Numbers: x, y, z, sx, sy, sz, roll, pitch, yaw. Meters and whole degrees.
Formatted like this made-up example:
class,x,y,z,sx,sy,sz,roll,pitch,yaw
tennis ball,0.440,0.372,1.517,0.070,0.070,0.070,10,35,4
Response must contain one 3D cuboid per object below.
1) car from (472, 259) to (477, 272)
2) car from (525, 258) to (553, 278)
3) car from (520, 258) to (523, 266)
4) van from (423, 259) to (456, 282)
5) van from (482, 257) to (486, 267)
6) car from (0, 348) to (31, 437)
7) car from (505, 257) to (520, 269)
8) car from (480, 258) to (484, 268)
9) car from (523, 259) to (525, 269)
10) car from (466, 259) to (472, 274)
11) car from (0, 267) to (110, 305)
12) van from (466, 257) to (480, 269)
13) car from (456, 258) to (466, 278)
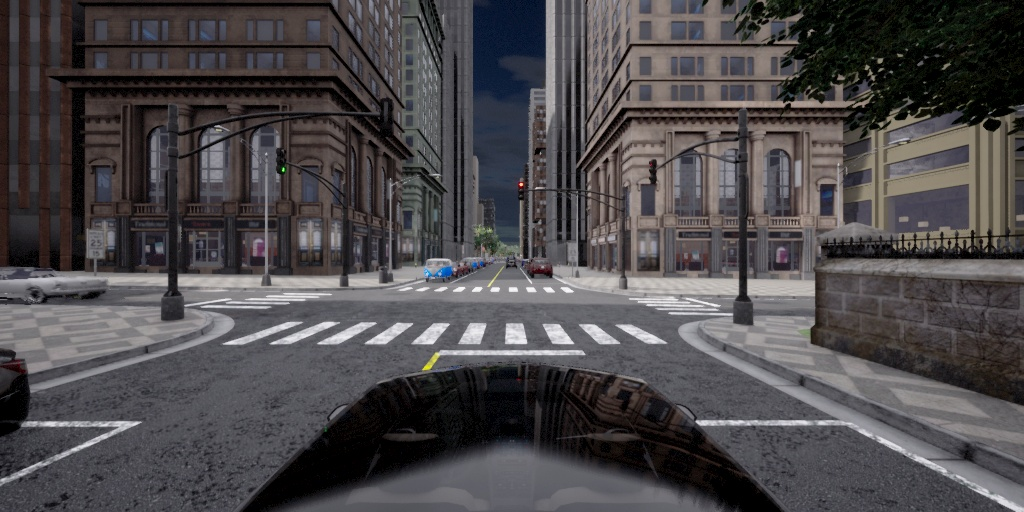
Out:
class,x,y,z,sx,sy,sz,roll,pitch,yaw
car,-5.849,1.351,44.806,1.948,1.339,4.313,0,0,0
car,2.698,1.085,33.950,2.192,1.841,5.009,0,0,0
car,2.655,1.352,55.713,2.007,1.370,4.403,0,0,0
van,-5.816,1.105,28.484,1.690,1.789,3.998,0,0,0
van,-5.881,1.151,61.130,1.690,1.789,3.998,0,0,0
car,-5.763,1.316,1.827,1.948,1.339,4.313,0,0,0
car,-0.063,1.312,59.140,1.837,1.490,4.892,0,0,1
car,-5.870,1.347,55.689,1.888,1.381,4.507,0,0,0
car,2.688,1.092,39.391,2.192,1.841,5.009,0,0,0
car,-5.838,1.322,39.365,1.888,1.381,4.507,0,0,0
car,-18.604,1.088,13.714,4.718,1.301,1.895,1,0,0
van,-5.860,1.134,50.248,1.690,1.789,3.998,0,0,0
car,-5.827,1.210,33.924,1.967,1.591,4.097,0,0,0
